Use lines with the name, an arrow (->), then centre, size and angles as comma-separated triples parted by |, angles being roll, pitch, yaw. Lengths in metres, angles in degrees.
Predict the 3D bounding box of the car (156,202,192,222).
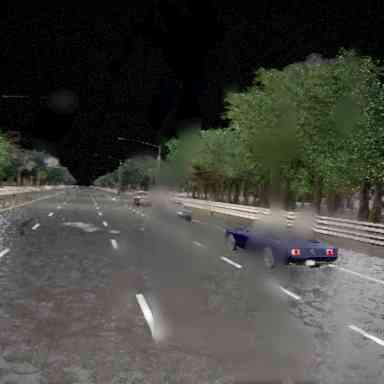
car -> -1.445, 1.452, 25.606 | 1.994, 1.385, 4.181 | 4, 0, -18

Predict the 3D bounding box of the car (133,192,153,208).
car -> -5.940, 1.091, 39.872 | 2.128, 1.511, 4.902 | 4, 0, -18

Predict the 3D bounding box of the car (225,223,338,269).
car -> 2.860, 1.768, 11.954 | 1.895, 1.301, 4.718 | 4, 0, -18
